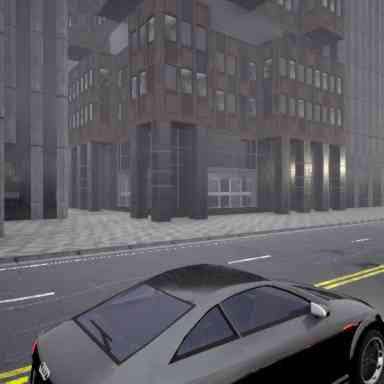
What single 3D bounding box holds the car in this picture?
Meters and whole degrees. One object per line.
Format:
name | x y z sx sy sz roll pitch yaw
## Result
car | 0.451 1.563 3.800 4.181 1.385 1.994 0 0 -36
